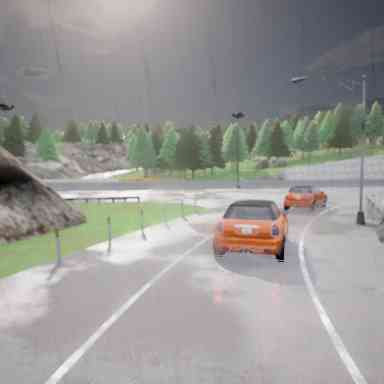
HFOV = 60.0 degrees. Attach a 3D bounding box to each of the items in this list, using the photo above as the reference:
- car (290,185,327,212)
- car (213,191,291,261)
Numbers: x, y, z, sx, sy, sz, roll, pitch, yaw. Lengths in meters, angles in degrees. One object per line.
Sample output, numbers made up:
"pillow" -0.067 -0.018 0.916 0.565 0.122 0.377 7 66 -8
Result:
"car" 8.236 0.302 23.875 2.097 1.767 4.553 2 4 34
"car" 2.177 1.026 11.424 2.097 1.767 4.553 1 3 17
